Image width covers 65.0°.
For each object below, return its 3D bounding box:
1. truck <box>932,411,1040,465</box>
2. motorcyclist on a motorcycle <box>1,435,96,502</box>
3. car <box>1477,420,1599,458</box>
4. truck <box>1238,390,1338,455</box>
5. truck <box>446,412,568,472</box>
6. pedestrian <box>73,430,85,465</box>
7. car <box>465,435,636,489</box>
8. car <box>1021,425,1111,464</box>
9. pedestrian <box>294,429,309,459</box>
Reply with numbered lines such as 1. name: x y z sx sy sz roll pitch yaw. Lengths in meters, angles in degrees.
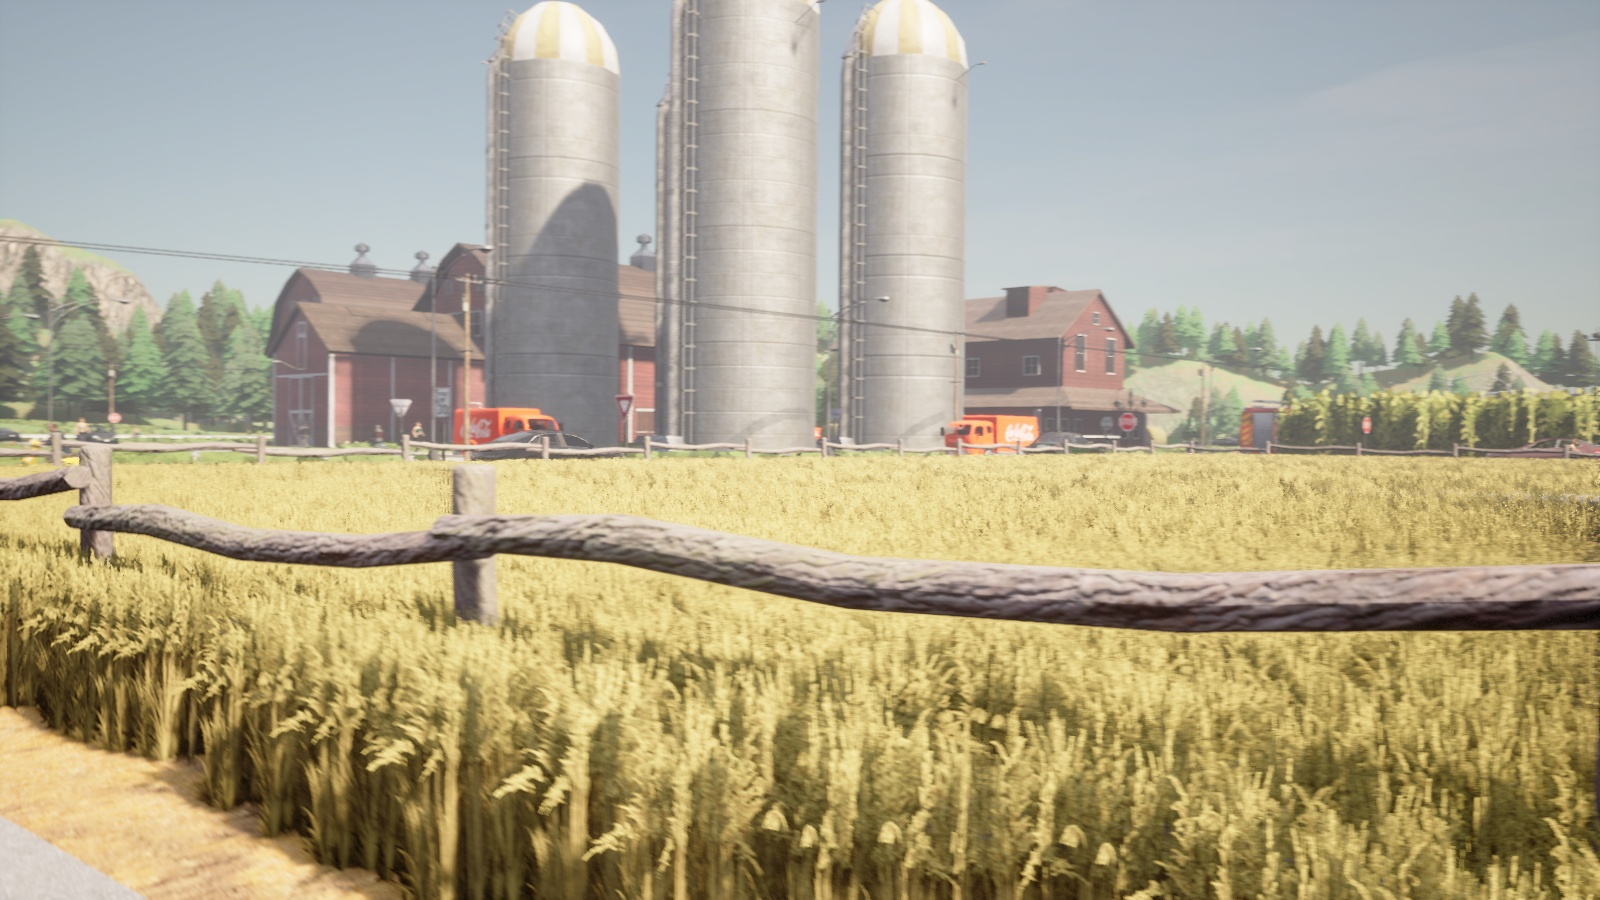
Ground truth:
1. truck: 9.014 -0.609 60.554 2.627 2.467 5.204 0 1 44
2. motorcyclist on a motorcycle: -18.601 0.440 31.106 0.866 1.590 1.817 0 1 44
3. car: 33.077 -0.484 55.677 5.027 1.651 2.152 0 1 43
4. truck: 30.605 -1.698 78.528 2.891 3.827 8.468 0 1 43
5. truck: -12.670 -0.347 54.180 5.204 2.467 2.627 0 1 42
6. pedestrian: -37.544 -0.141 65.366 0.594 1.836 0.345 0 1 41
7. car: -7.443 0.311 37.911 1.837 1.490 4.892 0 1 43
8. car: 12.581 -0.278 59.289 2.097 1.767 4.553 0 1 43
9. pedestrian: -32.408 -0.394 81.688 0.849 1.883 0.563 0 1 44
